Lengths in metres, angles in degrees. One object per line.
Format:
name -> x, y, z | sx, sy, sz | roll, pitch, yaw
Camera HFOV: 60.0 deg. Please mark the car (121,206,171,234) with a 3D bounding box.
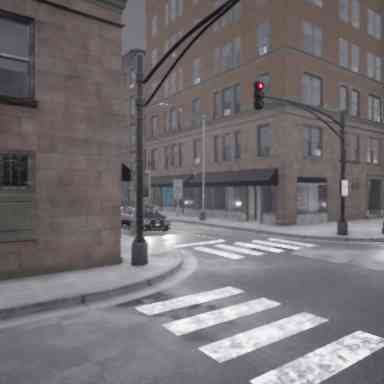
car -> -2.898, 1.470, 18.559 | 1.994, 1.385, 4.181 | 0, 0, -36
